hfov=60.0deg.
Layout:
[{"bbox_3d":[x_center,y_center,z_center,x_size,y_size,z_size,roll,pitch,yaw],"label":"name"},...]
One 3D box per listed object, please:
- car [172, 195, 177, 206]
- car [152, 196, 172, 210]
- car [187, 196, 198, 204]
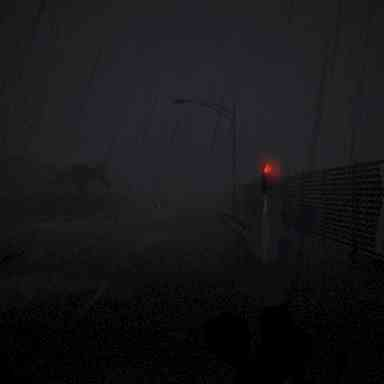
[{"bbox_3d":[-4.007,1.478,55.435,1.882,1.535,5.008,0,0,0],"label":"car"},{"bbox_3d":[-4.034,1.564,43.424,1.994,1.385,4.181,0,0,0],"label":"car"},{"bbox_3d":[0.094,1.505,63.222,1.837,1.490,4.892,0,0,0],"label":"car"}]
